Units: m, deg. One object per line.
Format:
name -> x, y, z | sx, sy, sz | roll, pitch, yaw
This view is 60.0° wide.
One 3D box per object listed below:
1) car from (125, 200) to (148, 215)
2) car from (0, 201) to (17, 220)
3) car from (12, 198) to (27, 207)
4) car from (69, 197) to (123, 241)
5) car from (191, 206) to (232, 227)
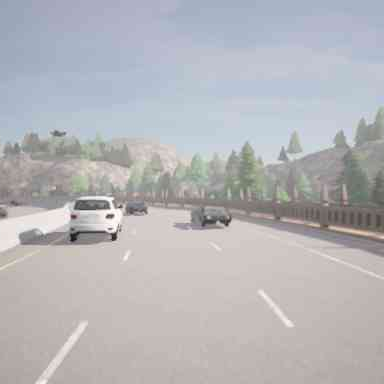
car -> -6.034, 1.578, 35.677 | 2.128, 1.511, 4.902 | 0, 0, -19
car -> -12.751, 1.543, 20.345 | 2.128, 1.511, 4.902 | 0, 0, -13
car -> -30.119, 1.756, 58.009 | 1.882, 1.535, 5.008 | 0, 0, -37
car -> -4.823, 1.253, 17.196 | 2.150, 2.045, 5.566 | 0, 0, -9
car -> 1.183, 1.639, 23.045 | 1.895, 1.301, 4.718 | 0, 0, -12
